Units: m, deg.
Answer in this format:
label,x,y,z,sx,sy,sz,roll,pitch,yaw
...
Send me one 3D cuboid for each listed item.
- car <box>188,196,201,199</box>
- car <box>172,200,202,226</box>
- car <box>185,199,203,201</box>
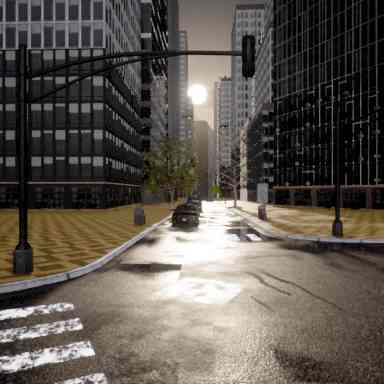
label,x,y,z,sx,sy,sz,roll,pitch,yaw
car,0.311,1.554,46.281,2.150,2.045,5.566,0,0,2
car,-0.433,1.654,25.415,1.882,1.535,5.008,0,0,2
car,-0.068,1.777,35.628,1.812,1.442,4.674,0,0,2
